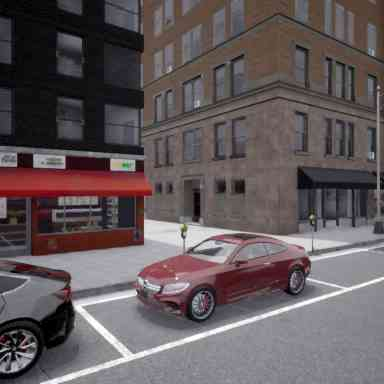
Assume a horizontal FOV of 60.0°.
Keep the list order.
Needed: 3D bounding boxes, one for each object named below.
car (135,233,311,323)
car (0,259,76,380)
[{"bbox_3d":[0.851,1.582,7.137,4.206,1.307,1.802,0,0,-35],"label":"car"},{"bbox_3d":[-3.630,1.566,3.945,4.313,1.339,1.947,0,0,-35],"label":"car"}]
